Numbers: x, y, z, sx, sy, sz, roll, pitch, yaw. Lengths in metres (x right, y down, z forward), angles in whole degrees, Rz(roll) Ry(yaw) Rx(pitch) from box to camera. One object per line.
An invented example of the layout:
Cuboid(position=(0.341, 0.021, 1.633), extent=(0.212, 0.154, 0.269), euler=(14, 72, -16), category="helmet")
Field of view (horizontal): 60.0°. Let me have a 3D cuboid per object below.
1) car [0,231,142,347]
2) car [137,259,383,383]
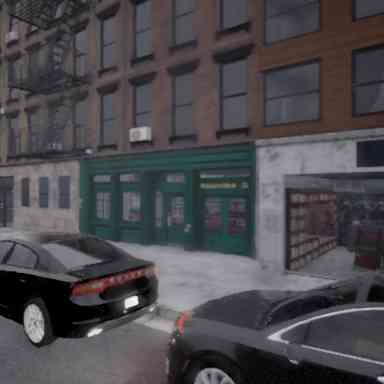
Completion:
Cuboid(position=(-2.922, 1.510, 6.460), extent=(5.008, 1.535, 1.882), euler=(0, 0, 36), category="car")
Cuboid(position=(1.949, 1.524, 2.956), extent=(4.892, 1.490, 1.837), euler=(0, 0, 36), category="car")
